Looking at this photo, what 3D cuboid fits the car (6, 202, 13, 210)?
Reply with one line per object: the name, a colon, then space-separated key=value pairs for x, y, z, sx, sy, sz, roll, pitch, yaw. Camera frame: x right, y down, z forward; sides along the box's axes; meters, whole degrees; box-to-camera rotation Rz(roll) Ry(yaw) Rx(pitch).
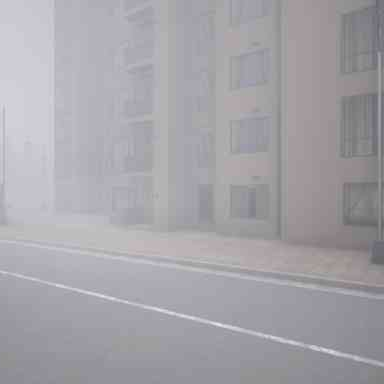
car: x=-22.941 y=1.436 z=37.634 sx=2.128 sy=1.511 sz=4.902 roll=0 pitch=0 yaw=34
